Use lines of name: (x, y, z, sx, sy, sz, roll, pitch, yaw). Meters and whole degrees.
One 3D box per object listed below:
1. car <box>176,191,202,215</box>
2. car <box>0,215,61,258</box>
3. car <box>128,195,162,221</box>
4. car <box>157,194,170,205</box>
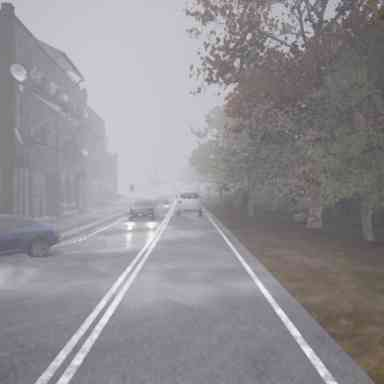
car: (-0.262, 0.932, 29.796, 2.150, 2.045, 5.566, 0, 1, -2)
car: (-6.544, 1.482, 10.514, 1.812, 1.442, 4.674, -1, 0, 40)
car: (-3.598, 1.278, 25.252, 1.837, 1.490, 4.892, 0, 1, -1)
car: (-4.078, 0.957, 44.917, 1.812, 1.442, 4.674, 0, 1, -1)
